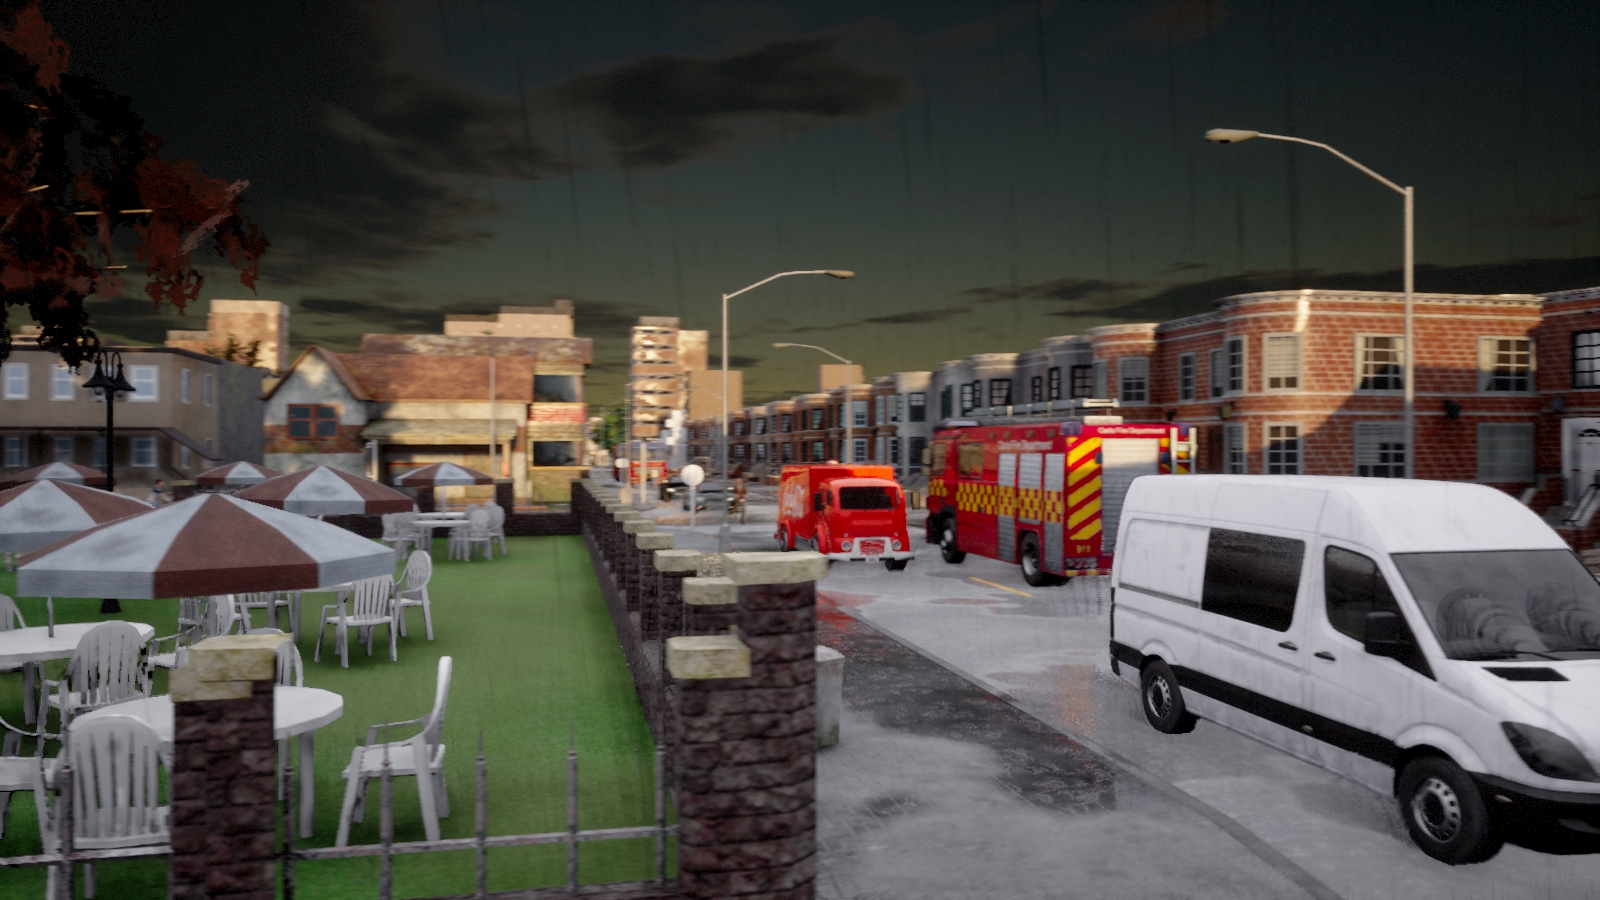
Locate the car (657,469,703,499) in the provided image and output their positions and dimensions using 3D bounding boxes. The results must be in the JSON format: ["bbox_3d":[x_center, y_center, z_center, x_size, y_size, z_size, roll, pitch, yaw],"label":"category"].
[{"bbox_3d":[-6.763,1.883,64.066,2.038,1.542,4.974,0,0,-12],"label":"car"}]

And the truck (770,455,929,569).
[{"bbox_3d":[1.048,1.372,27.789,2.627,2.467,5.204,0,0,-12],"label":"truck"}]

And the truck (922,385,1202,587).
[{"bbox_3d":[5.534,0.689,26.183,2.891,3.827,8.468,0,0,-13],"label":"truck"}]

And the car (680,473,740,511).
[{"bbox_3d":[-4.154,1.870,51.923,2.038,1.542,4.974,0,0,-12],"label":"car"}]

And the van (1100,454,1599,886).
[{"bbox_3d":[4.897,1.319,9.912,1.988,2.561,5.915,0,0,-12],"label":"van"}]

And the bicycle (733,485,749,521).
[{"bbox_3d":[-2.230,1.982,43.024,0.329,1.271,1.835,0,0,-12],"label":"bicycle"}]
